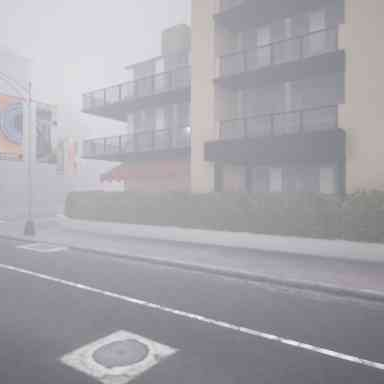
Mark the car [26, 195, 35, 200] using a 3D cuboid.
[{"bbox_3d":[-35.934,1.461,71.928,4.892,1.521,2.231,0,0,35],"label":"car"}]
